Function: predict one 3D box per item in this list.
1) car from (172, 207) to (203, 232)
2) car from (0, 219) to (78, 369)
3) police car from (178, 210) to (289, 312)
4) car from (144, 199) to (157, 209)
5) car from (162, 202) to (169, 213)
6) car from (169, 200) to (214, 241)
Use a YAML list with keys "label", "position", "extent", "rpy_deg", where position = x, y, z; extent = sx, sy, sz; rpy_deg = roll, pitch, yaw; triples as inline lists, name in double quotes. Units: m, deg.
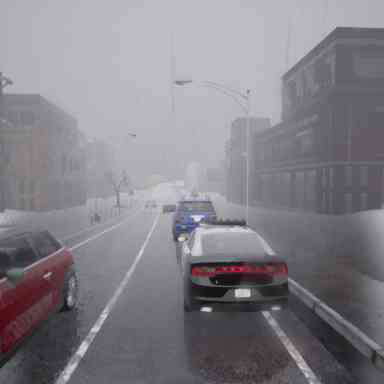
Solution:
- label: "car"
  position: [-0.432, 1.853, 23.954]
  extent: [1.882, 1.535, 5.008]
  rpy_deg: [0, -2, -5]
- label: "car"
  position: [-3.250, 1.367, 4.669]
  extent: [2.097, 1.767, 4.553]
  rpy_deg: [0, 0, -2]
- label: "police car"
  position: [0.708, 1.464, 7.981]
  extent: [1.930, 1.638, 5.238]
  rpy_deg: [0, -1, -3]
- label: "car"
  position: [-6.940, 2.016, 56.029]
  extent: [2.128, 1.511, 4.902]
  rpy_deg: [0, 1, -5]
- label: "car"
  position: [-3.144, 2.130, 46.738]
  extent: [1.882, 1.535, 5.008]
  rpy_deg: [0, 0, -4]
- label: "car"
  position: [0.048, 1.435, 17.985]
  extent: [2.150, 2.045, 5.566]
  rpy_deg: [0, -1, -5]
